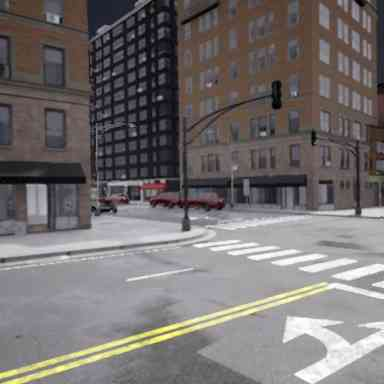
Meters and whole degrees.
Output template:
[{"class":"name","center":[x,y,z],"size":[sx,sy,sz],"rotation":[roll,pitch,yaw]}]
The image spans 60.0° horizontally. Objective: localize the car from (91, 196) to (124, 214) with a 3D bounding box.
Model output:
[{"class":"car","center":[-8.788,1.348,31.759],"size":[1.947,1.339,4.313],"rotation":[-1,1,-44]}]

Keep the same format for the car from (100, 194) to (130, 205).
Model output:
[{"class":"car","center":[-10.338,0.973,45.604],"size":[1.967,1.590,4.097],"rotation":[-1,1,-44]}]

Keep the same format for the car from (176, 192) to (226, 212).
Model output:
[{"class":"car","center":[1.160,0.961,33.737],"size":[2.192,1.841,5.009],"rotation":[-1,1,-44]}]

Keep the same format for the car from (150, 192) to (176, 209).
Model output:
[{"class":"car","center":[-2.672,0.924,37.692],"size":[2.192,1.841,5.009],"rotation":[-1,1,-44]}]
